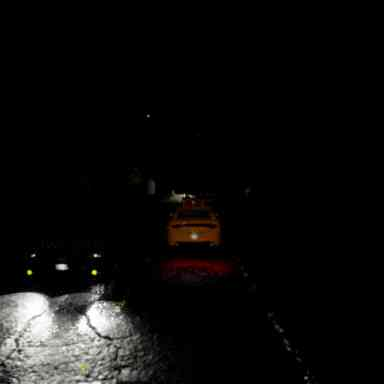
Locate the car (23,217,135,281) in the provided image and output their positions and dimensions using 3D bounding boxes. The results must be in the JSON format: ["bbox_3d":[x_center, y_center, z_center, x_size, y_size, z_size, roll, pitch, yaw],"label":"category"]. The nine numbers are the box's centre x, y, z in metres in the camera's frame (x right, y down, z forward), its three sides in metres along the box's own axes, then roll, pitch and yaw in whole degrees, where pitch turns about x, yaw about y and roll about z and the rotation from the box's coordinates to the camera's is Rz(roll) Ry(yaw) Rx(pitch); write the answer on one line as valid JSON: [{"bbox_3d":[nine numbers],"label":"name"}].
[{"bbox_3d":[-2.849,1.415,9.250,1.994,1.385,4.181,0,1,0],"label":"car"}]

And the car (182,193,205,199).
[{"bbox_3d":[0.104,0.857,30.821,2.097,1.767,4.553,0,1,0],"label":"car"}]

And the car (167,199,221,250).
[{"bbox_3d":[0.089,1.264,13.343,1.882,1.535,5.008,0,1,0],"label":"car"}]
